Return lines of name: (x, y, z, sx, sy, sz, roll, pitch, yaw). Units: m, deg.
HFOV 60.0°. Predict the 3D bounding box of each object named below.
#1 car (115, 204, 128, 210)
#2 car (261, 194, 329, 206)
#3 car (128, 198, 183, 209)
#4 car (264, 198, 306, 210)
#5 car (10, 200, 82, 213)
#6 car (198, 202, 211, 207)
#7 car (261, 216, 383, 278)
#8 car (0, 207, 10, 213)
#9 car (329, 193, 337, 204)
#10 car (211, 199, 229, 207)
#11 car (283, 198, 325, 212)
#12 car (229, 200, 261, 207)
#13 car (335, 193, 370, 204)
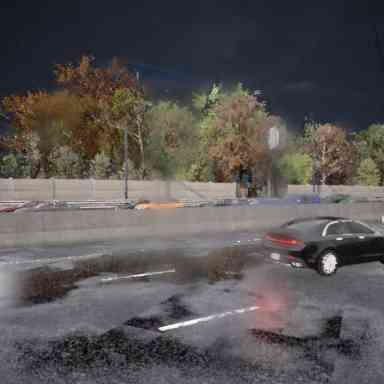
car: (-5.179, 1.505, 33.224, 4.892, 1.490, 1.837, 0, 0, -30)
car: (9.158, 1.222, 29.438, 5.566, 2.045, 2.150, 0, 0, -30)
car: (-3.077, 1.352, 30.401, 4.553, 1.767, 2.097, 0, 0, -30)
car: (12.150, 1.550, 43.340, 5.357, 1.411, 2.033, 0, 0, -30)
car: (-11.067, 1.492, 25.738, 4.902, 1.511, 2.128, 0, 0, -30)
car: (3.263, 1.548, 38.161, 5.357, 1.411, 2.033, 0, 0, -30)
car: (4.335, 1.503, 10.180, 4.892, 1.490, 1.837, 0, 0, -30)
car: (-13.557, 1.478, 28.339, 5.008, 1.535, 1.882, 0, 0, -30)
car: (21.081, 1.229, 48.549, 5.566, 2.045, 2.150, 0, 0, -30)
car: (5.119, 1.548, 35.186, 5.357, 1.411, 2.033, 0, 0, -30)
car: (13.528, 1.494, 40.093, 4.902, 1.511, 2.128, 0, 0, -30)
car: (6.335, 1.478, 31.841, 5.008, 1.535, 1.882, 0, 0, -30)
car: (22.053, 1.359, 45.067, 4.553, 1.767, 2.097, 0, 0, -30)
